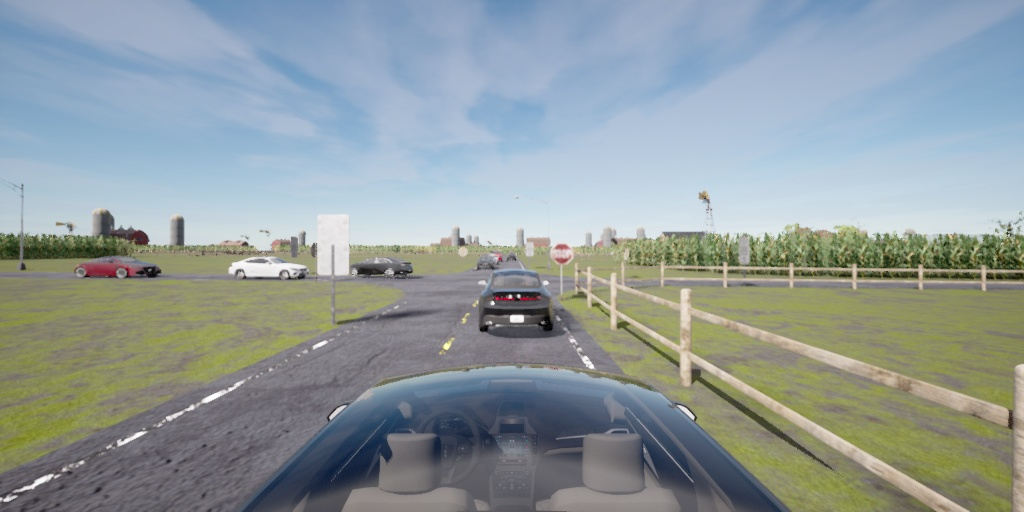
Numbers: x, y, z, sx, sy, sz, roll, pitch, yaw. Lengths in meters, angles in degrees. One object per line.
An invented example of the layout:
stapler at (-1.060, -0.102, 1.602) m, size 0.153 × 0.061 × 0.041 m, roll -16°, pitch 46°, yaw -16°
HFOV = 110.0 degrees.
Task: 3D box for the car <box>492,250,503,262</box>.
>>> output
car at (-2.835, 0.015, 64.686) m, size 2.150 × 2.045 × 5.566 m, roll 0°, pitch 1°, yaw 0°

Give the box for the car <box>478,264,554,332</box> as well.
car at (0.064, 1.129, 10.408) m, size 1.837 × 1.490 × 4.892 m, roll 0°, pitch 1°, yaw -1°

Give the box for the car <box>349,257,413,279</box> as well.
car at (-9.629, 0.811, 25.902) m, size 4.902 × 1.511 × 2.128 m, roll 1°, pitch 0°, yaw 12°

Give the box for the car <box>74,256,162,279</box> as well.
car at (-25.578, 0.714, 23.373) m, size 4.181 × 1.385 × 1.994 m, roll 1°, pitch 0°, yaw 1°

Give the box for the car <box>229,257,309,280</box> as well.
car at (-15.730, 0.781, 23.308) m, size 4.674 × 1.442 × 1.812 m, roll 1°, pitch 0°, yaw 2°

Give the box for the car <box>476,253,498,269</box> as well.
car at (-2.887, 0.675, 40.697) m, size 1.837 × 1.490 × 4.892 m, roll 0°, pitch 1°, yaw 0°

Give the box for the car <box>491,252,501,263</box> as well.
car at (-2.880, 0.541, 50.762) m, size 1.812 × 1.442 × 4.674 m, roll 0°, pitch 1°, yaw 0°
